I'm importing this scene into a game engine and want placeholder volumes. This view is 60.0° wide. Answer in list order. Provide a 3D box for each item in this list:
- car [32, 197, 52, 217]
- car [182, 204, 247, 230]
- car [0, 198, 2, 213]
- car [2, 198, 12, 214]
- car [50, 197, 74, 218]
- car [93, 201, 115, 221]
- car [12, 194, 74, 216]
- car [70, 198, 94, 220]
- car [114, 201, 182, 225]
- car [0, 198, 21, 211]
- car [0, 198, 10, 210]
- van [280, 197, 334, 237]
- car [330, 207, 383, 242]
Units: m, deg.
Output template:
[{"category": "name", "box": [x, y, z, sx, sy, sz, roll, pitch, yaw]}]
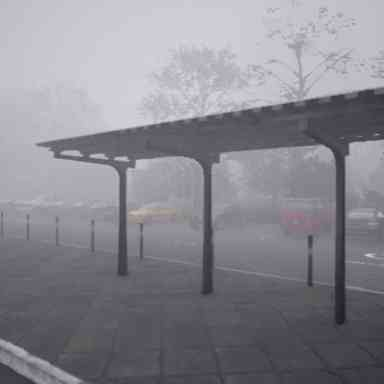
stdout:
[{"category": "car", "box": [-11.741, 1.480, 31.050, 2.097, 1.535, 5.008, 0, 0, 35]}, {"category": "car", "box": [1.811, 1.522, 21.370, 2.163, 1.488, 4.792, 0, 0, 35]}, {"category": "car", "box": [-18.534, 1.472, 35.868, 2.097, 1.535, 5.008, 0, 0, 35]}, {"category": "car", "box": [-16.270, 1.477, 34.257, 2.231, 1.521, 4.892, 0, 0, 35]}, {"category": "car", "box": [-9.478, 1.482, 29.441, 2.097, 1.535, 5.008, 0, 0, 35]}, {"category": "car", "box": [-4.941, 1.516, 26.243, 2.163, 1.488, 4.792, 0, 0, 35]}, {"category": "car", "box": [-14.022, 1.227, 32.631, 2.435, 2.045, 5.566, 0, 0, 35]}, {"category": "car", "box": [-7.216, 1.485, 27.833, 2.231, 1.521, 4.892, 0, 0, 35]}, {"category": "car", "box": [-2.804, 1.485, 24.460, 1.946, 1.575, 5.366, 0, 0, 35]}, {"category": "car", "box": [-23.070, 1.487, 39.064, 2.163, 1.488, 4.792, 0, 0, 35]}, {"category": "car", "box": [-25.304, 1.471, 40.725, 2.163, 1.488, 4.792, 0, 0, 35]}, {"category": "van", "box": [6.419, 1.271, 18.272, 1.878, 1.987, 4.442, 0, 0, 35]}, {"category": "car", "box": [8.611, 1.539, 16.566, 2.002, 1.452, 4.674, 0, 0, 35]}]
